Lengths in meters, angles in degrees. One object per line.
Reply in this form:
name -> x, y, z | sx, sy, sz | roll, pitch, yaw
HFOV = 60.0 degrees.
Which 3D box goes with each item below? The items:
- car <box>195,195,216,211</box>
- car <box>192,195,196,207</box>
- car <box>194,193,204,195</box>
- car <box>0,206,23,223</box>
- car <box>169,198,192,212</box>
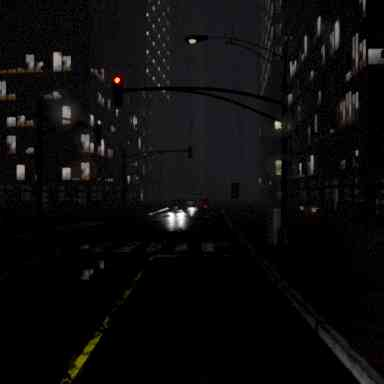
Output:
car -> 1.745, 1.435, 39.429 | 1.882, 1.535, 5.008 | 0, 0, 5
car -> -0.526, 1.541, 49.793 | 1.895, 1.301, 4.718 | 0, 0, 6
car -> 1.263, 1.125, 64.772 | 2.150, 2.045, 5.566 | 0, 0, 8
car -> -16.549, 1.845, 27.985 | 4.403, 1.369, 2.008 | -1, 1, 10
car -> -1.530, 1.452, 38.530 | 2.128, 1.511, 4.902 | 0, 0, 5
